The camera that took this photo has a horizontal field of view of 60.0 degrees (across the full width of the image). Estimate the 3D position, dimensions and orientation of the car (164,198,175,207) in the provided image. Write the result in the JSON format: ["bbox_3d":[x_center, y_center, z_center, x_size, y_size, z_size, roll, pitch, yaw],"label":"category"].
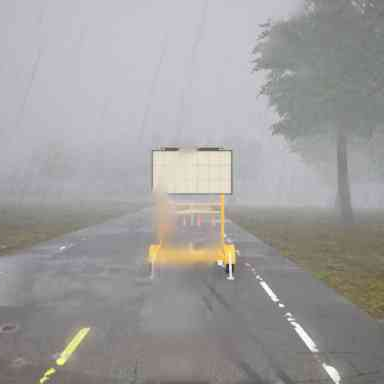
[{"bbox_3d":[-3.860,1.852,57.314,1.812,1.442,4.674,0,-1,-1],"label":"car"}]

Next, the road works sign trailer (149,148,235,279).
[{"bbox_3d":[0.002,0.478,10.019,2.380,3.560,2.880,0,0,0],"label":"road works sign trailer"}]
